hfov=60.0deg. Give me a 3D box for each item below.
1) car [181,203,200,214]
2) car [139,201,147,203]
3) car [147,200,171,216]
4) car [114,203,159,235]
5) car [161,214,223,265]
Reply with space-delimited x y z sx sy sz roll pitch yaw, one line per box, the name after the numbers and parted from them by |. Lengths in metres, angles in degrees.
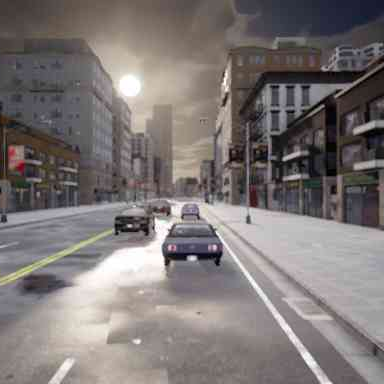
-0.154 1.838 33.143 2.033 1.411 5.357 0 -1 0 | car
-6.863 2.013 47.124 1.994 1.385 4.181 0 -1 0 | car
-3.435 1.683 37.196 2.097 1.767 4.553 0 0 0 | car
-3.299 1.656 19.949 1.882 1.535 5.008 0 0 0 | car
0.000 1.708 12.136 1.895 1.301 4.718 0 0 0 | car
